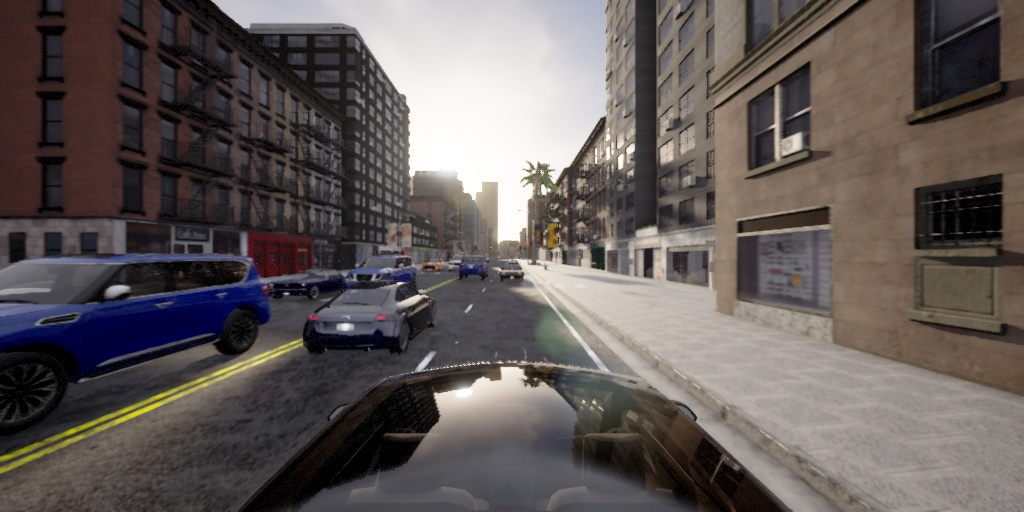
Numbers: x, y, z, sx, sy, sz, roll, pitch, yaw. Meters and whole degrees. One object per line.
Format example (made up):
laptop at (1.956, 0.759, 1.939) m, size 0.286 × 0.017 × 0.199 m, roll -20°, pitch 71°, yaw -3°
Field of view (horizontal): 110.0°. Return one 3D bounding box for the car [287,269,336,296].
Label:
car at (-9.820, 1.338, 17.824) m, size 1.895 × 1.301 × 4.718 m, roll 0°, pitch 0°, yaw 0°

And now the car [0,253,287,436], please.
car at (-6.583, 0.969, 5.836) m, size 2.150 × 2.045 × 5.566 m, roll 0°, pitch 0°, yaw 1°

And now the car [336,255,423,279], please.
car at (-6.579, 0.959, 18.643) m, size 2.150 × 2.045 × 5.566 m, roll 0°, pitch 0°, yaw 0°

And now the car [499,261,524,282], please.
car at (-0.002, 1.324, 28.704) m, size 1.895 × 1.301 × 4.718 m, roll 0°, pitch 0°, yaw 0°

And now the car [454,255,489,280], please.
car at (-3.228, 0.944, 30.911) m, size 2.150 × 2.045 × 5.566 m, roll 0°, pitch 0°, yaw 0°

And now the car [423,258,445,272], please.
car at (-9.770, 1.055, 44.847) m, size 2.097 × 1.767 × 4.553 m, roll 0°, pitch 0°, yaw 0°

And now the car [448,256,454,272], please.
car at (-6.520, 0.915, 44.766) m, size 2.150 × 2.045 × 5.566 m, roll 0°, pitch 0°, yaw 0°

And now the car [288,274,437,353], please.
car at (-3.154, 1.310, 8.794) m, size 1.994 × 1.385 × 4.181 m, roll 0°, pitch 0°, yaw 0°
